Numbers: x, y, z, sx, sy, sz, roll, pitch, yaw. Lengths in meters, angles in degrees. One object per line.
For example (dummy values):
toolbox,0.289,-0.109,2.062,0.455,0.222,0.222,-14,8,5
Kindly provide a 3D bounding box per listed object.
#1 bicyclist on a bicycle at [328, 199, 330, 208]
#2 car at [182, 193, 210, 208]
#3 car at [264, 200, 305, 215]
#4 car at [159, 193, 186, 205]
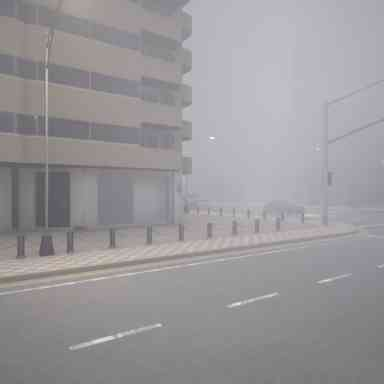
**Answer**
bicyclist on a bicycle,17.404,1.245,43.090,1.656,1.620,0.582,0,0,-35
car,0.263,1.165,46.734,2.150,2.045,5.566,0,0,-35
car,9.334,1.508,33.803,1.994,1.385,4.181,0,0,-35
car,-3.434,1.166,58.421,2.150,2.045,5.566,0,0,-34
